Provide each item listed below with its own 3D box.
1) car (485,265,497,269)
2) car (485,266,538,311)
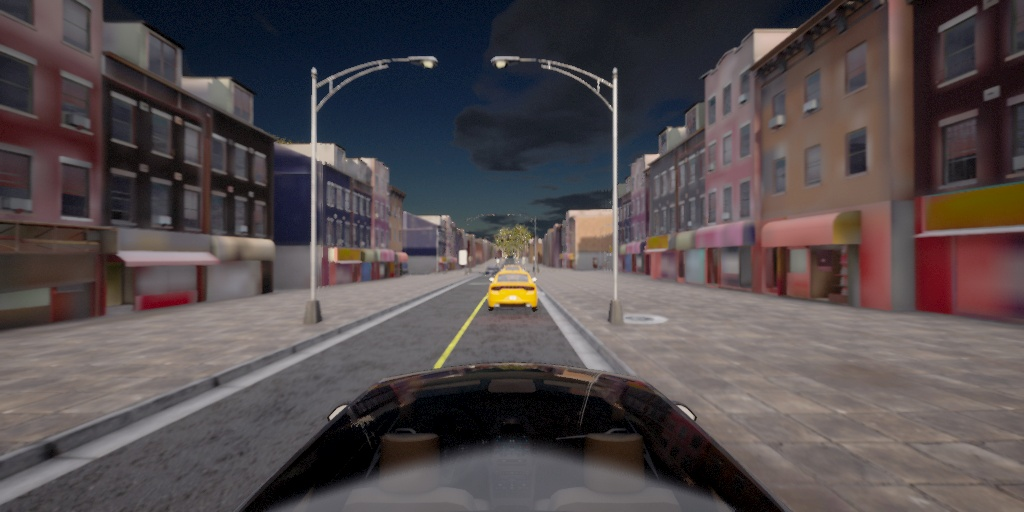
[{"bbox_3d":[-2.804,2.000,51.947,2.033,1.411,5.357,0,-1,0],"label":"car"},{"bbox_3d":[0.044,1.365,15.363,1.882,1.535,5.008,0,0,0],"label":"car"}]
